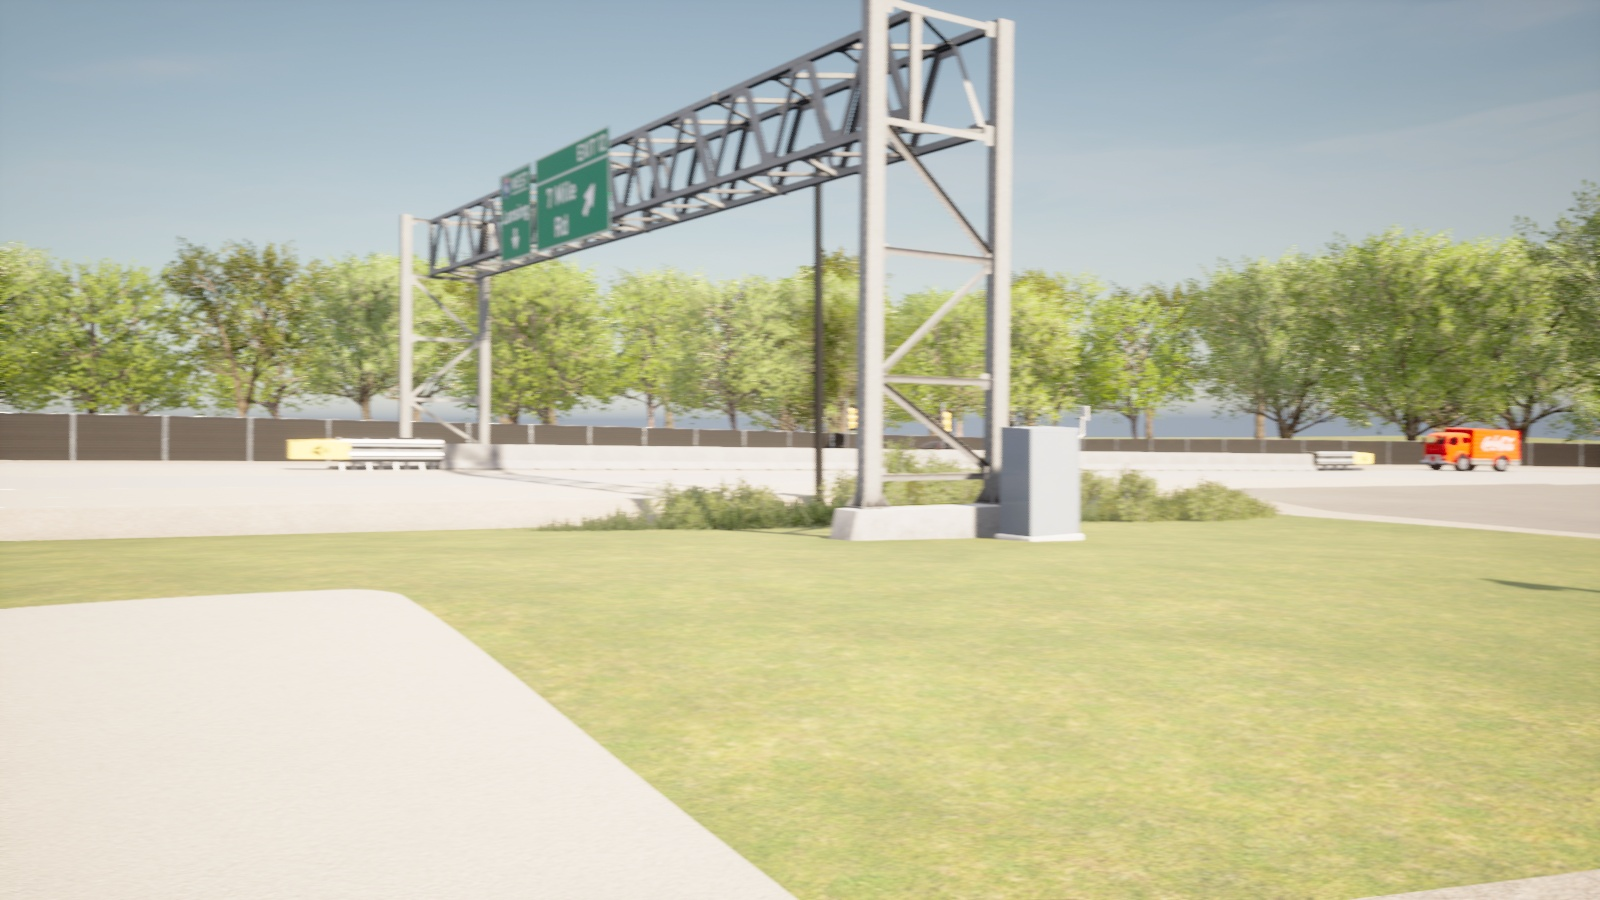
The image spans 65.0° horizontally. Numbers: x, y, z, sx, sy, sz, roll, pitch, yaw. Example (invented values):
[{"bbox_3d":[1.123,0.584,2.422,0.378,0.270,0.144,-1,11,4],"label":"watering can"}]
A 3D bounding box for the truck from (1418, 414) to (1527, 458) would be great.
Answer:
[{"bbox_3d":[38.714,-0.841,72.333,5.204,2.467,2.627,0,1,-18],"label":"truck"}]

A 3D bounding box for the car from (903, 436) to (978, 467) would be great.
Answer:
[{"bbox_3d":[7.626,0.089,68.072,3.988,1.617,1.851,0,0,-41],"label":"car"}]
